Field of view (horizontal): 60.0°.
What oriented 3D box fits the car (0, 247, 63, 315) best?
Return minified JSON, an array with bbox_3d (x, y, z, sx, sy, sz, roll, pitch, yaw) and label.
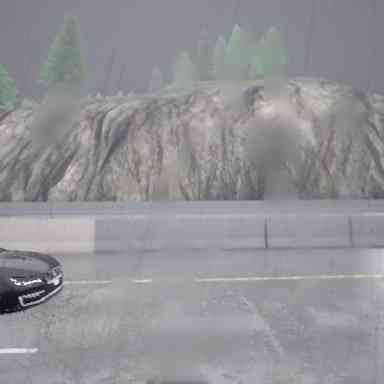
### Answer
[{"bbox_3d":[-5.037,1.507,6.337,4.892,1.490,1.837,-1,0,-1],"label":"car"}]
